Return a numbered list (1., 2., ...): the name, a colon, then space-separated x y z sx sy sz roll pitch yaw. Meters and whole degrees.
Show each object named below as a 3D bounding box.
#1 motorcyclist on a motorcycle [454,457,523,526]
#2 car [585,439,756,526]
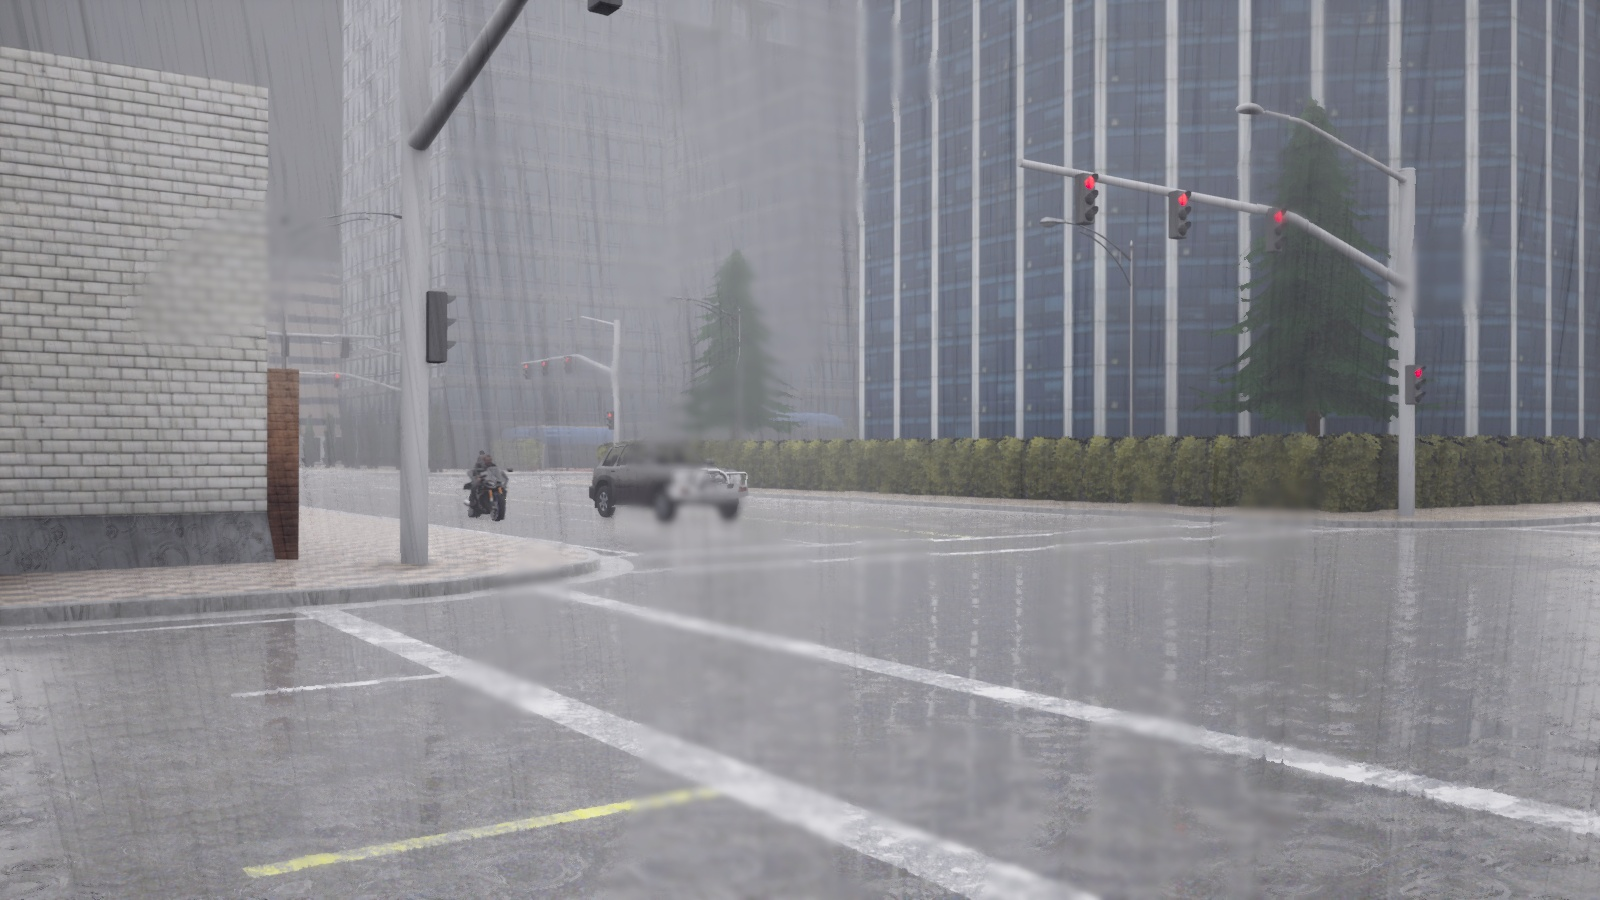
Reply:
1. motorcyclist on a motorcycle: -7.167 0.921 28.800 0.866 1.530 2.191 0 0 -33
2. car: -3.097 0.695 29.092 1.932 1.855 4.605 0 0 -35
